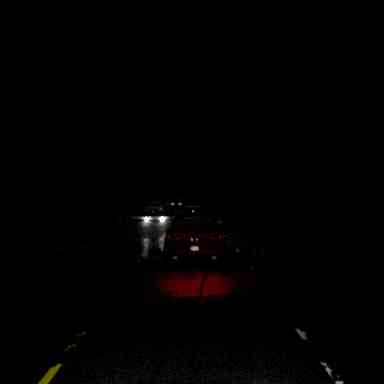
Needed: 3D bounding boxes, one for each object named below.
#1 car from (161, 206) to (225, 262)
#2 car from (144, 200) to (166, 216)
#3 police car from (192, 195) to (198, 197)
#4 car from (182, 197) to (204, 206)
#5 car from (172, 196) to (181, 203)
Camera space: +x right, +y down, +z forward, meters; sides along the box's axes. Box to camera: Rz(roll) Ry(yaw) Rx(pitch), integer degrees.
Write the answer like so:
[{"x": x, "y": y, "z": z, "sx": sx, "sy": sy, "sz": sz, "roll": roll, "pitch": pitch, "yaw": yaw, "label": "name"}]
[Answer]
[{"x": 0.085, "y": 1.489, "z": 12.201, "sx": 1.882, "sy": 1.535, "sz": 5.008, "roll": 0, "pitch": 0, "yaw": 0, "label": "car"}, {"x": -3.592, "y": 1.583, "z": 33.217, "sx": 1.812, "sy": 1.442, "sz": 4.674, "roll": 0, "pitch": 0, "yaw": 0, "label": "car"}, {"x": 1.063, "y": 1.715, "z": 94.066, "sx": 1.930, "sy": 1.638, "sz": 5.238, "roll": 0, "pitch": 0, "yaw": 0, "label": "police car"}, {"x": 0.101, "y": 1.564, "z": 33.721, "sx": 1.837, "sy": 1.490, "sz": 4.892, "roll": 0, "pitch": 0, "yaw": 0, "label": "car"}, {"x": -3.490, "y": 1.605, "z": 74.597, "sx": 1.882, "sy": 1.535, "sz": 5.008, "roll": 0, "pitch": 0, "yaw": 0, "label": "car"}]
